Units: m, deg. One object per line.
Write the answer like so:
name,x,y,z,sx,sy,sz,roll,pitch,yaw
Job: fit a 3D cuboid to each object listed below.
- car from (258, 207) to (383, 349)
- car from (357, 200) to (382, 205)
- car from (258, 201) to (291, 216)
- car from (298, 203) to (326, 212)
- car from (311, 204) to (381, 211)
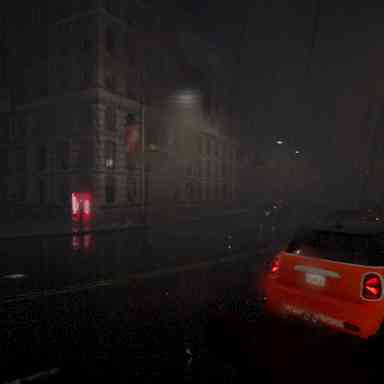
car,3.490,1.349,6.422,4.553,1.767,2.097,0,0,-40
car,16.334,1.464,30.620,1.882,1.535,5.008,0,0,29
car,7.164,1.500,28.587,2.128,1.511,4.902,0,0,29
car,9.425,1.552,25.542,1.994,1.385,4.181,0,0,30
car,7.562,1.540,15.768,2.033,1.411,5.357,0,0,36
